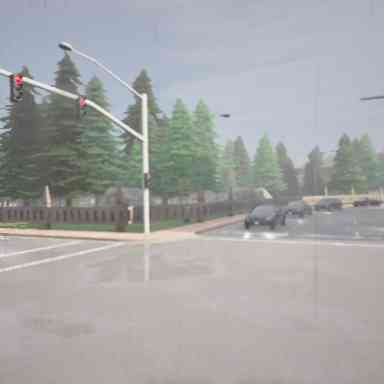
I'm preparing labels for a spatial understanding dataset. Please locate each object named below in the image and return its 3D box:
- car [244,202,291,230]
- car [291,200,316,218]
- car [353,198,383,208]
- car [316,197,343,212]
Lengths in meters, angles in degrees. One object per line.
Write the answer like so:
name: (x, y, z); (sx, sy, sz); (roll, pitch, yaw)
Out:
car: (4.870, 1.552, 21.752); (1.812, 1.442, 4.674); (-1, 0, 27)
car: (9.652, 1.512, 30.447); (1.812, 1.442, 4.674); (-1, 0, 33)
car: (23.774, 1.406, 44.947); (4.718, 1.301, 1.895); (-1, 0, -34)
car: (15.841, 1.422, 38.551); (1.837, 1.490, 4.892); (-1, 0, 45)
